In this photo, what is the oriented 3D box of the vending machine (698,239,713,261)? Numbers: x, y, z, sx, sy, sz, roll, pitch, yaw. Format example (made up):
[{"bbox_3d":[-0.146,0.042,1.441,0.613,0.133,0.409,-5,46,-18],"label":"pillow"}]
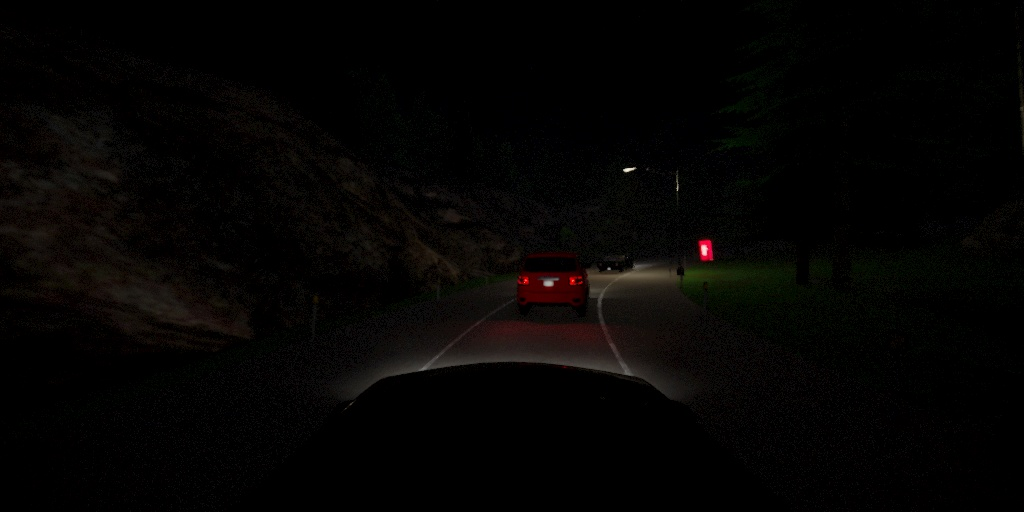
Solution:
[{"bbox_3d":[19.302,-0.620,35.512,1.100,2.100,0.880,0,0,45],"label":"vending machine"}]

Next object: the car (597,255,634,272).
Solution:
[{"bbox_3d":[8.731,0.599,29.837,1.895,1.301,4.718,-1,2,32],"label":"car"}]

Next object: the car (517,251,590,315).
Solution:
[{"bbox_3d":[1.642,0.836,13.084,2.150,2.045,5.566,-1,1,12],"label":"car"}]
